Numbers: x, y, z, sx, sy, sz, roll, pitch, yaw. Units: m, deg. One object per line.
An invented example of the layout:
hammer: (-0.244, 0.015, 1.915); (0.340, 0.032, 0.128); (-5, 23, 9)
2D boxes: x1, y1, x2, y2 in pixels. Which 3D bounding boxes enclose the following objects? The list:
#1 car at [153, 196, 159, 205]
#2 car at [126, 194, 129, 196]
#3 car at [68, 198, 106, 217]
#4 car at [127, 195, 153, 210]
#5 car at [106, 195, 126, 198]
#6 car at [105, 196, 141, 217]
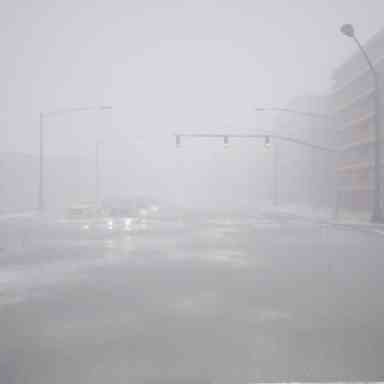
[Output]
car: (-6.206, 1.255, 50.861); (1.895, 1.301, 4.718); (0, 1, 0)
car: (-9.706, 1.167, 50.392); (1.837, 1.490, 4.892); (0, 1, 0)
car: (-9.793, 1.416, 30.689); (1.882, 1.535, 5.008); (0, 1, 0)
car: (-6.250, 1.321, 40.401); (1.837, 1.490, 4.892); (0, 1, 0)
car: (-9.749, 1.324, 40.174); (1.837, 1.490, 4.892); (0, 1, 0)
car: (-6.297, 1.436, 30.998); (1.837, 1.490, 4.892); (0, 1, 0)
